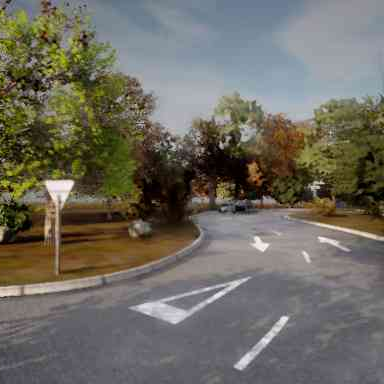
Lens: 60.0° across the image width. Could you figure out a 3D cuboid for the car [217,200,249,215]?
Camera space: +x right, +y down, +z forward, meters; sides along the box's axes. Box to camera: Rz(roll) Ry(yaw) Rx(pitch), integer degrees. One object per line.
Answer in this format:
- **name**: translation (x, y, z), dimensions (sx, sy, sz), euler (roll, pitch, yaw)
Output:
- **car**: translation (4.526, 1.603, 36.135), dimensions (2.128, 1.511, 4.902), euler (0, 0, 34)
